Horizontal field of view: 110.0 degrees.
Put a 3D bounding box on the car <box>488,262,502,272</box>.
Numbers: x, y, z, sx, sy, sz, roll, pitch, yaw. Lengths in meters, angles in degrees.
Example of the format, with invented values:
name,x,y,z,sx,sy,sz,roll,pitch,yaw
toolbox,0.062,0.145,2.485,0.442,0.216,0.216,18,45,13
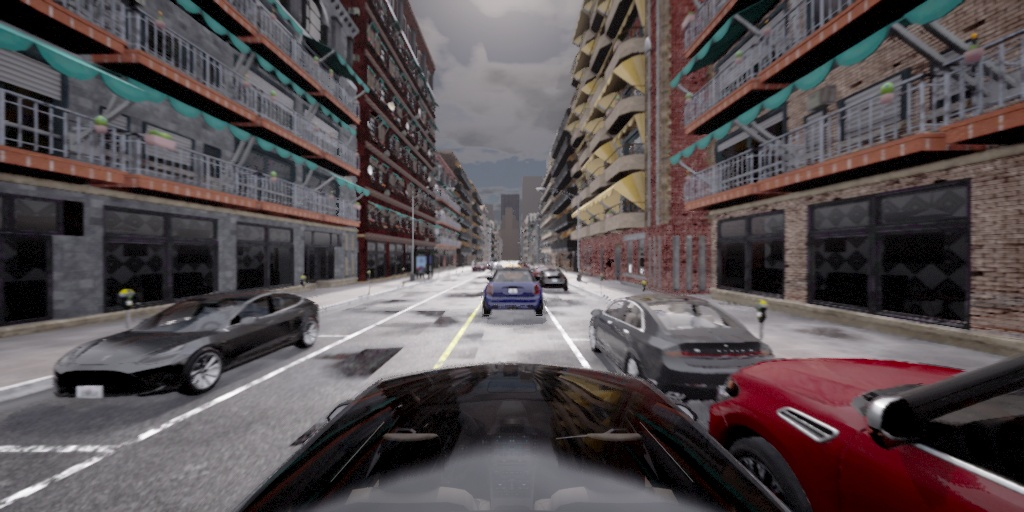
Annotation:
name,x,y,z,sx,sy,sz,roll,pitch,yaw
car,-2.781,1.753,59.398,2.128,1.511,4.902,0,-1,1

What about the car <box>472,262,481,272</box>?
name,x,y,z,sx,sy,sz,roll,pitch,yaw
car,-5.291,1.685,57.550,1.967,1.591,4.097,0,0,0

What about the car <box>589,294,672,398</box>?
name,x,y,z,sx,sy,sz,roll,pitch,yaw
car,2.534,1.340,6.335,2.007,1.370,4.403,0,0,0

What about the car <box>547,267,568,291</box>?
name,x,y,z,sx,sy,sz,roll,pitch,yaw
car,2.542,1.504,23.328,1.948,1.339,4.313,0,0,0

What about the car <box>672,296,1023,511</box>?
name,x,y,z,sx,sy,sz,roll,pitch,yaw
car,2.532,1.056,0.671,2.192,1.841,5.009,0,0,0

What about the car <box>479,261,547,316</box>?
name,x,y,z,sx,sy,sz,roll,pitch,yaw
car,0.051,1.209,14.133,2.097,1.767,4.553,0,-1,0

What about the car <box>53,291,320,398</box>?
name,x,y,z,sx,sy,sz,roll,pitch,yaw
car,-5.313,1.359,6.692,1.948,1.339,4.313,0,0,0
